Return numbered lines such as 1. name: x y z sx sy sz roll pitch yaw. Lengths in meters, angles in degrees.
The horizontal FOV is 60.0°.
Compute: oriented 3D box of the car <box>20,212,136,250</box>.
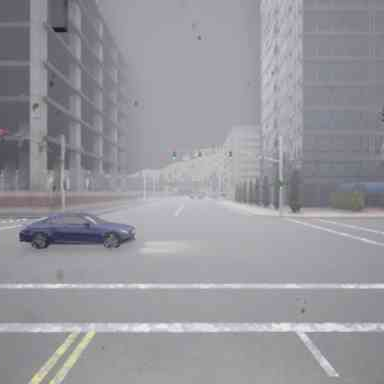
1. car: -4.748 1.598 14.060 4.674 1.442 1.812 0 0 -1
